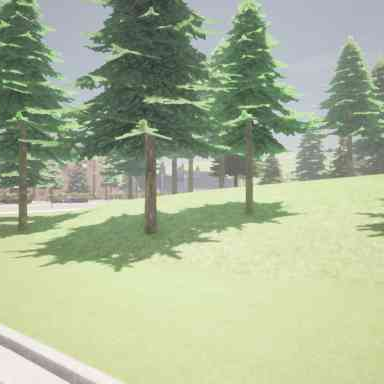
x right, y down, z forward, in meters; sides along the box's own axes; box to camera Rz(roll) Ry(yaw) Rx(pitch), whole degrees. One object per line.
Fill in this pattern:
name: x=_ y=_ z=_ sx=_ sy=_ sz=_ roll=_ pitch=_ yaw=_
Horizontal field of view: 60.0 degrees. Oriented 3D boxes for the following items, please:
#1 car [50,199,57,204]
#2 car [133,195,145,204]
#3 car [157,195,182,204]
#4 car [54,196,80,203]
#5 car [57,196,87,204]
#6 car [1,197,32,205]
car: x=-24.698 y=1.600 z=63.985 sx=1.895 sy=1.301 sz=4.718 roll=0 pitch=0 yaw=35
car: x=-9.622 y=1.352 z=65.419 sx=2.097 sy=1.767 sz=4.553 roll=0 pitch=0 yaw=35
car: x=-4.774 y=1.352 z=66.151 sx=2.097 sy=1.767 sz=4.553 roll=0 pitch=0 yaw=36
car: x=-25.722 y=1.595 z=68.597 sx=1.895 sy=1.301 sz=4.718 roll=0 pitch=0 yaw=35
car: x=-21.880 y=1.492 z=61.990 sx=2.128 sy=1.511 sz=4.902 roll=0 pitch=0 yaw=36
car: x=-31.717 y=1.601 z=60.131 sx=1.895 sy=1.301 sz=4.718 roll=0 pitch=0 yaw=36
